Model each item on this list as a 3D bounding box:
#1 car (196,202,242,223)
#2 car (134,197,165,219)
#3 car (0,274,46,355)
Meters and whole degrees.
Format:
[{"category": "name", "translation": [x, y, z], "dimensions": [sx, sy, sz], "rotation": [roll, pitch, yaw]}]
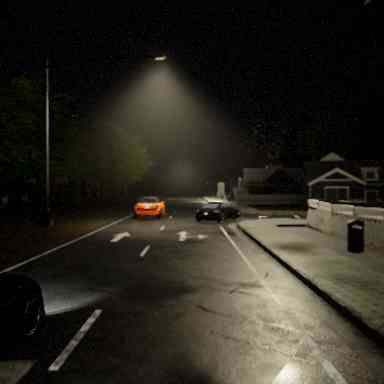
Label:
[{"category": "car", "translation": [2.002, 1.414, 24.016], "dimensions": [1.994, 1.385, 4.181], "rotation": [1, 0, 31]}, {"category": "car", "translation": [-3.401, 1.158, 27.291], "dimensions": [2.097, 1.767, 4.553], "rotation": [0, 1, 0]}, {"category": "car", "translation": [-3.401, 1.555, 3.789], "dimensions": [1.994, 1.385, 4.181], "rotation": [0, 0, 0]}]
